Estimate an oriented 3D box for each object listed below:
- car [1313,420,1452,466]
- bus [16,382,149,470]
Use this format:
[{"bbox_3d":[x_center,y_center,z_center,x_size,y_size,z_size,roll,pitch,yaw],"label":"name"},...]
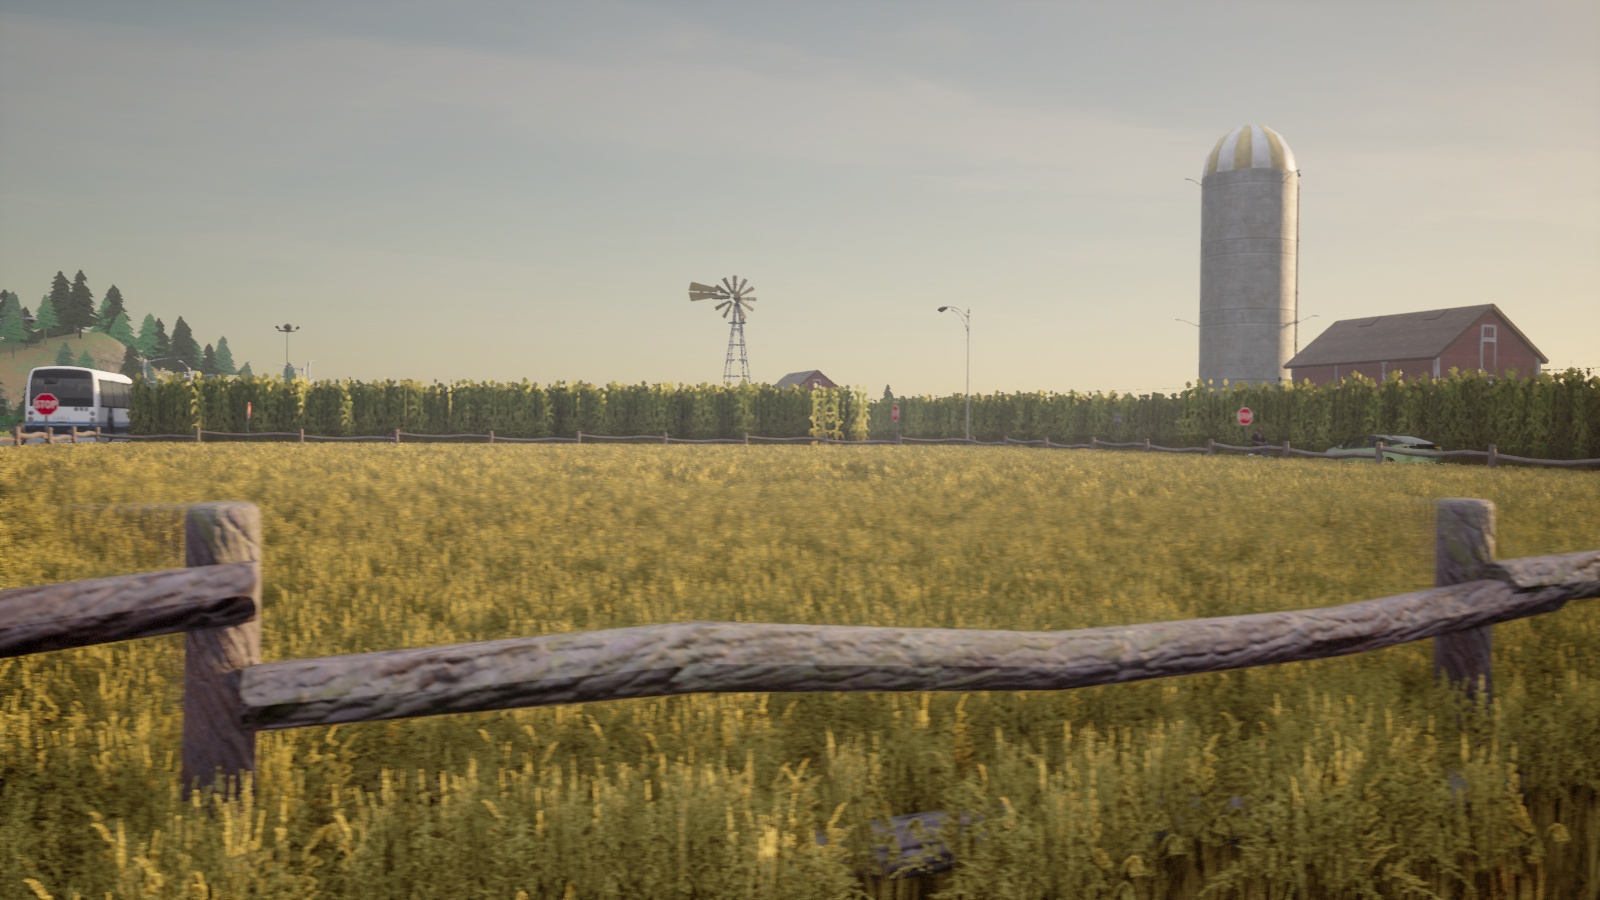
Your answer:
[{"bbox_3d":[20.696,-0.284,44.854,2.007,1.525,4.514,-1,1,-17],"label":"car"},{"bbox_3d":[-37.638,-1.250,66.416,3.944,4.253,10.273,-1,1,-18],"label":"bus"}]
